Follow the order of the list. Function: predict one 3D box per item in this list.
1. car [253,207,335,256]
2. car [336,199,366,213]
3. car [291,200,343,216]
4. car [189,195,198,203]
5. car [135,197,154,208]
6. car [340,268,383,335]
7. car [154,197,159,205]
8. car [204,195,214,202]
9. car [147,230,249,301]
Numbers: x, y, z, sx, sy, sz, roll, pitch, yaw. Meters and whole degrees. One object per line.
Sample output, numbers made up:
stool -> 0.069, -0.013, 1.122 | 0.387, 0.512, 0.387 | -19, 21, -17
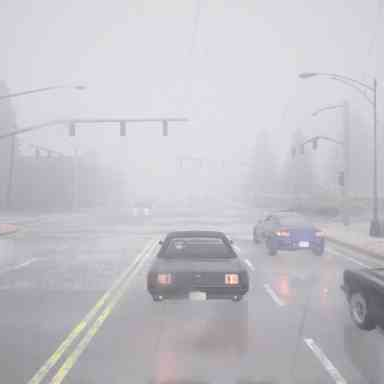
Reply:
car -> 3.634, 1.526, 13.035 | 1.812, 1.442, 4.674 | 0, 0, 0
car -> 16.073, 1.478, 36.017 | 5.008, 1.535, 1.882 | 0, 0, 0
car -> 10.213, 1.601, 28.867 | 4.718, 1.301, 1.895 | 0, 0, 1
car -> 0.300, 1.478, 72.020 | 1.882, 1.535, 5.008 | 0, 0, 0
car -> -6.901, 1.526, 47.328 | 1.812, 1.442, 4.674 | 0, 0, 0
car -> 3.612, 1.601, 3.932 | 1.895, 1.301, 4.718 | 0, 0, 0
car -> -6.850, 1.564, 57.352 | 1.994, 1.385, 4.181 | 0, 0, 0
car -> 3.819, 1.355, 74.920 | 2.097, 1.767, 4.553 | 0, 0, 0
car -> 0.097, 1.601, 8.243 | 1.895, 1.301, 4.718 | 0, 0, 0
